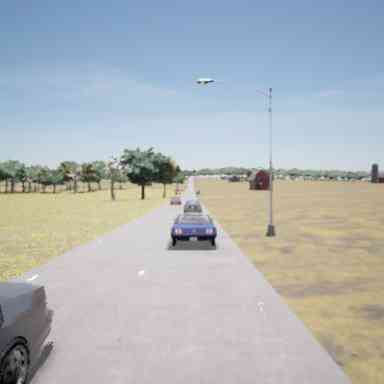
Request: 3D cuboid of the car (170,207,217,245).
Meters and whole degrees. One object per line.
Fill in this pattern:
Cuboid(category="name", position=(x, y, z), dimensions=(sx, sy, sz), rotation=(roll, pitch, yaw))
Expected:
Cuboid(category="car", position=(0.073, 1.575, 15.309), dimensions=(1.895, 1.301, 4.718), rotation=(0, 0, 0))

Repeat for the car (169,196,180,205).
Cuboid(category="car", position=(-2.793, 1.517, 58.086), dimensions=(1.812, 1.442, 4.674), rotation=(0, 0, 0))

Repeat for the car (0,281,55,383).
Cuboid(category="car", position=(-2.752, 1.546, 2.148), dimensions=(2.033, 1.411, 5.357), rotation=(0, 0, 0))

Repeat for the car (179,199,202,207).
Cuboid(category="car", position=(0.067, 1.515, 34.158), dimensions=(2.033, 1.411, 5.357), rotation=(0, 0, 0))
